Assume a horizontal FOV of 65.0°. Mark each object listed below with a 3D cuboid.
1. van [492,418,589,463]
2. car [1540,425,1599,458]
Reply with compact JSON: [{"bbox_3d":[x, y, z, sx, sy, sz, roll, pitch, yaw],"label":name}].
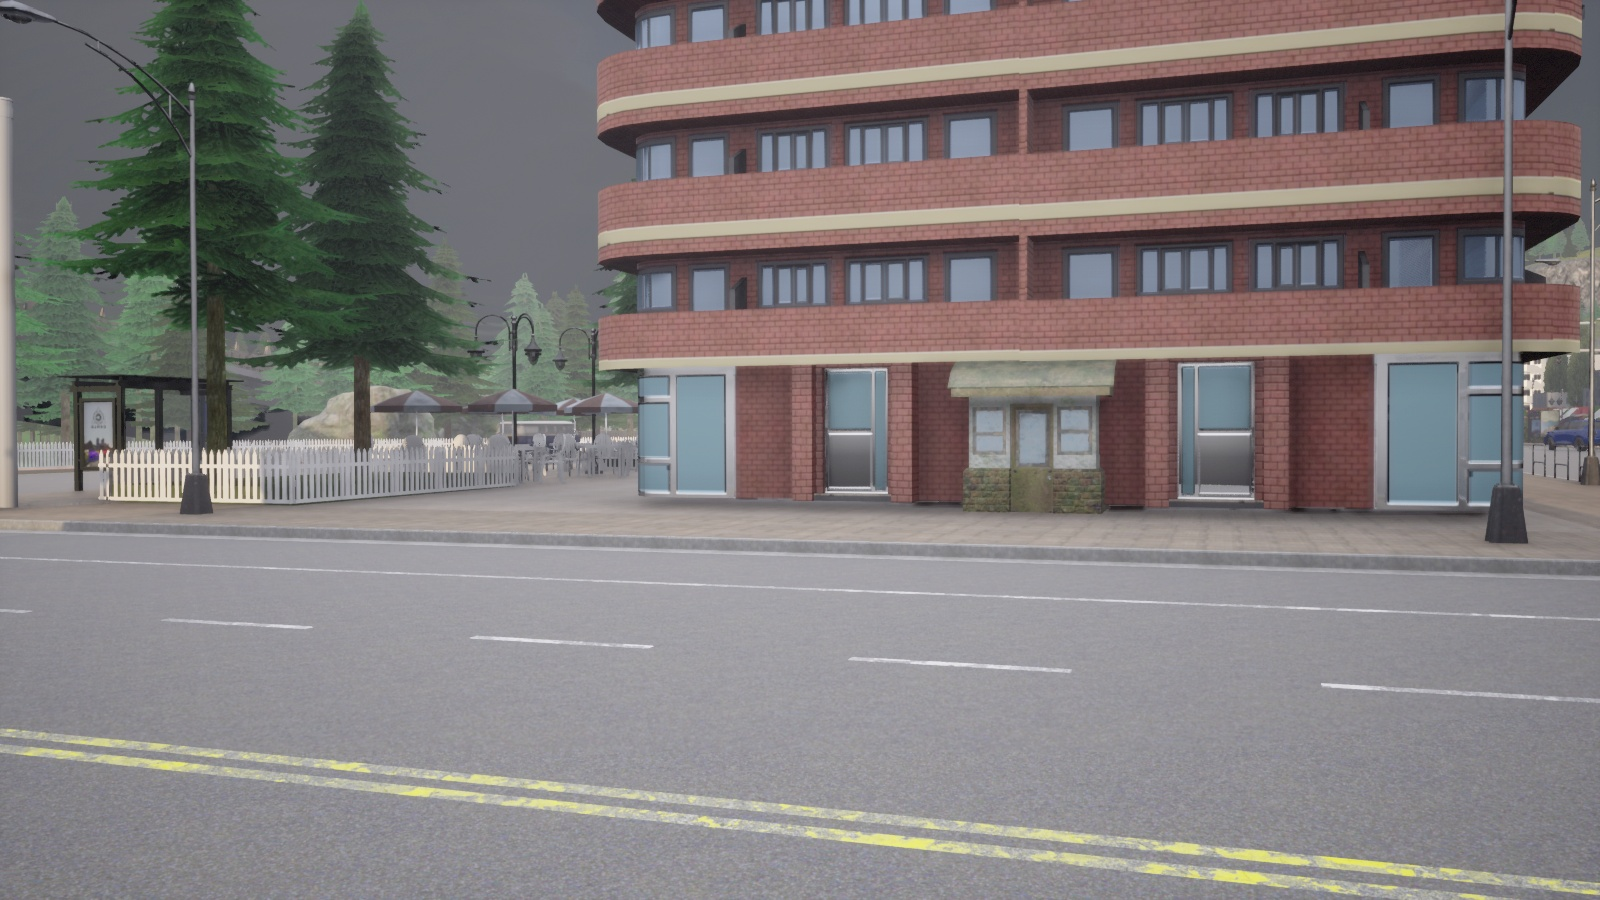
[{"bbox_3d":[-12.053,-0.459,58.561,1.775,1.987,4.442,1,1,33],"label":"van"},{"bbox_3d":[50.594,-0.565,81.340,2.150,2.045,5.566,0,1,2],"label":"car"}]
